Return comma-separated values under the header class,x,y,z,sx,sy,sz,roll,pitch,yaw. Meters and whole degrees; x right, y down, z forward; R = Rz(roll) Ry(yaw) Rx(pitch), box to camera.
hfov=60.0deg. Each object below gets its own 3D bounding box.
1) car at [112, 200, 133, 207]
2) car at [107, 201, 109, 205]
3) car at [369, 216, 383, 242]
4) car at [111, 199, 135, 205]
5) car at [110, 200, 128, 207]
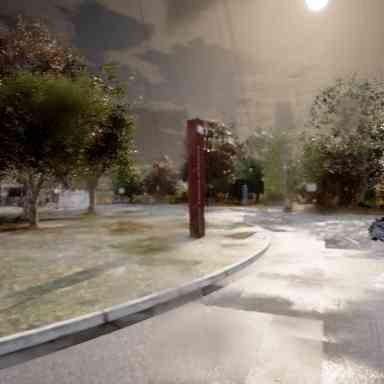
class,x,y,z,sx,sy,sz,roll,pitch,yaw
car,-17.256,2.756,82.683,4.892,1.521,2.231,-2,-3,-17
car,-19.047,3.051,87.890,5.366,1.575,1.946,-2,-2,-17
car,8.729,1.549,13.631,1.812,1.442,4.674,0,1,16
car,-15.662,2.453,77.419,4.892,1.521,2.231,-2,-3,-17
car,-20.510,3.205,93.197,4.553,1.767,2.185,-2,-2,-17
